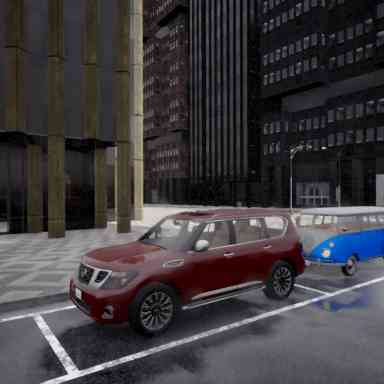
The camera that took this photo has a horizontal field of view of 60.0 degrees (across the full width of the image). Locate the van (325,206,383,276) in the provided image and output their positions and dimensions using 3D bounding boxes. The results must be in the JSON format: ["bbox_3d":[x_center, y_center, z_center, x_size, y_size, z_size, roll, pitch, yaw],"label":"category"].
[{"bbox_3d":[4.712,1.341,10.023,3.998,1.788,1.690,0,0,-36],"label":"van"}]

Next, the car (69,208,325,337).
[{"bbox_3d":[0.216,1.315,6.813,5.009,1.841,2.192,0,0,-36],"label":"car"}]
